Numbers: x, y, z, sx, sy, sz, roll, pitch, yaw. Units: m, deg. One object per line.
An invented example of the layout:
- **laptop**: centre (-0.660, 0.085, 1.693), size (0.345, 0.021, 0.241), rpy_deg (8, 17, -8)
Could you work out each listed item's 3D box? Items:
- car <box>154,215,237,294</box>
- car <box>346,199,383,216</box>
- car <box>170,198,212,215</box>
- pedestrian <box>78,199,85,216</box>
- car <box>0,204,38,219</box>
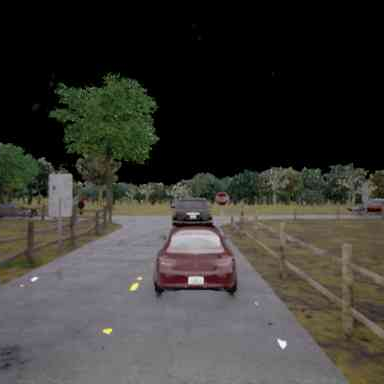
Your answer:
- **car**: centre (0.080, 1.569, 8.789), size (1.812, 1.442, 4.674), rpy_deg (0, 0, 0)
- **car**: centre (18.007, 1.526, 33.436), size (4.553, 1.767, 2.097), rpy_deg (0, -2, 1)
- **car**: centre (-0.067, 1.346, 19.374), size (2.150, 2.045, 5.566), rpy_deg (0, 0, -2)
- **pedestrian**: centre (-12.185, 1.645, 36.503), size (0.375, 1.860, 0.375), rpy_deg (0, -2, 0)
- **car**: centre (-16.449, 1.755, 30.511), size (4.181, 1.385, 1.994), rpy_deg (0, -2, 0)
